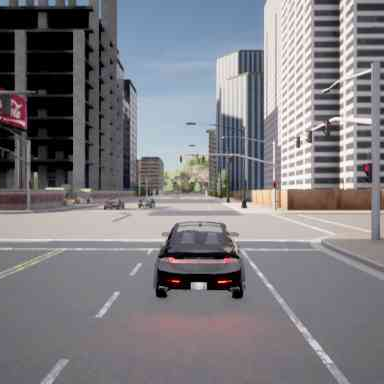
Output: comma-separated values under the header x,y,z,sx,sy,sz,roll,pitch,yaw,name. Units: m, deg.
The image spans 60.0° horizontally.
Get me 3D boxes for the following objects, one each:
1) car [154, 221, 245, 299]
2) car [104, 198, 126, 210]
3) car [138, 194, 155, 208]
x,y,z,sx,sy,sz,roll,pitch,yaw,name
0.205,1.489,8.460,2.128,1.511,4.902,0,0,2,car
-9.993,1.515,43.065,1.812,1.442,4.674,0,0,1,car
-6.422,1.479,47.509,2.128,1.511,4.902,0,0,1,car
